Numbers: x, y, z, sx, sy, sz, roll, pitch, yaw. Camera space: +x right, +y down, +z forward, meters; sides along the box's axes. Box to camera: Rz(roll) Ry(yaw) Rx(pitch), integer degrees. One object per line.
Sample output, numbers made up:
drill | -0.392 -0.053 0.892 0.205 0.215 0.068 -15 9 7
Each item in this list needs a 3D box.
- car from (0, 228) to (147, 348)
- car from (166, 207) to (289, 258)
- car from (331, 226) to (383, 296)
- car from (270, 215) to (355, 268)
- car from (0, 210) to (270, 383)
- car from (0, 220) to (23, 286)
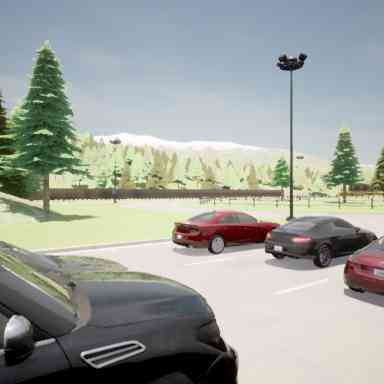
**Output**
car | -3.603 1.547 5.475 5.357 1.411 2.033 0 0 -36
car | 1.566 1.478 13.517 5.008 1.535 1.882 0 0 -35
car | 5.386 1.564 7.651 4.181 1.385 1.994 0 0 -34
car | 4.458 1.526 11.272 4.674 1.442 1.812 0 0 -35
car | -2.226 1.219 2.151 5.566 2.045 2.150 0 0 -36
car | -6.617 1.526 7.621 4.674 1.442 1.812 0 0 -36
